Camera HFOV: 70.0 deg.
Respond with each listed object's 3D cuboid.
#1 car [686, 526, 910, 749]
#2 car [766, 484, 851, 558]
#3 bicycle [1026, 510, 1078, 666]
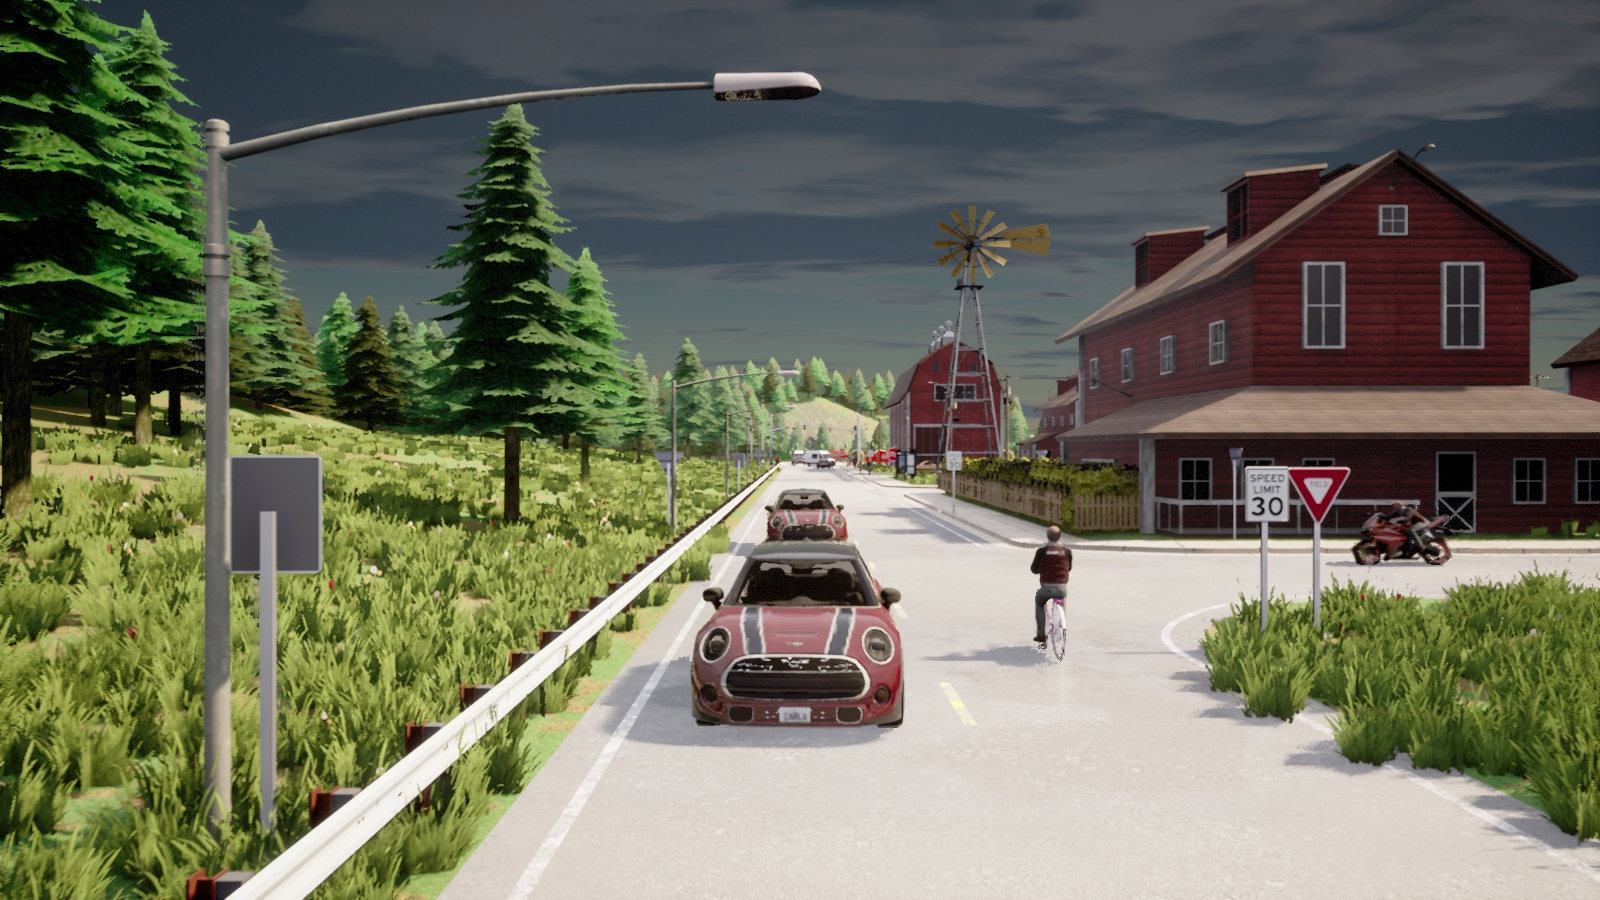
[{"bbox_3d":[0.062,1.897,12.944,2.097,1.767,4.553,0,0,2],"label":"car"},{"bbox_3d":[0.142,1.874,31.508,2.097,1.767,4.553,0,0,-3],"label":"car"},{"bbox_3d":[3.429,1.825,15.655,0.329,1.919,1.835,0,0,0],"label":"bicycle"}]
